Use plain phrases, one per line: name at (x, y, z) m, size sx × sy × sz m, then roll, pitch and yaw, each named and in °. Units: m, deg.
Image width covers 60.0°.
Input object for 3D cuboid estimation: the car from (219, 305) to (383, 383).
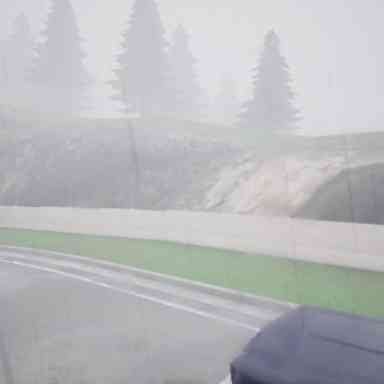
car at (2.549, 1.621, 2.119) m, size 4.718 × 1.301 × 1.895 m, roll 2°, pitch 1°, yaw 37°
